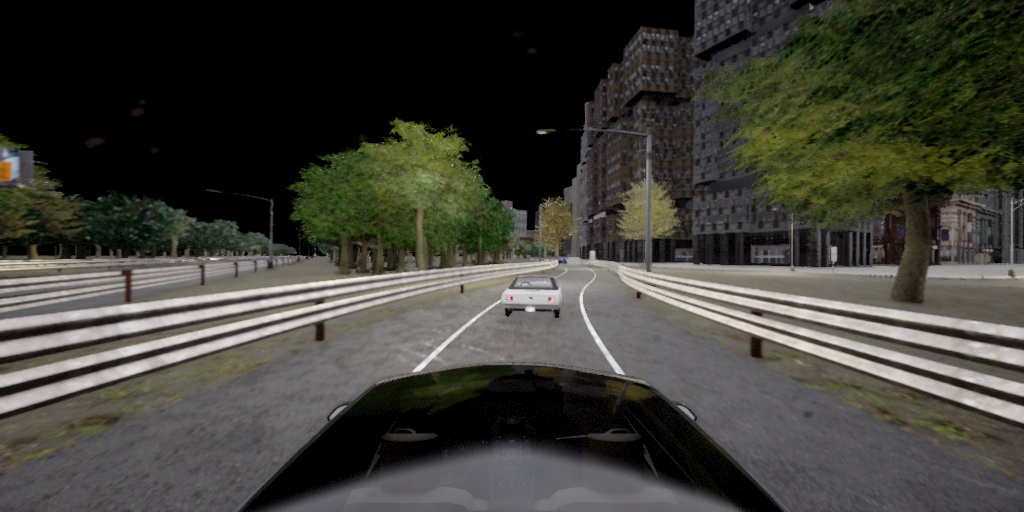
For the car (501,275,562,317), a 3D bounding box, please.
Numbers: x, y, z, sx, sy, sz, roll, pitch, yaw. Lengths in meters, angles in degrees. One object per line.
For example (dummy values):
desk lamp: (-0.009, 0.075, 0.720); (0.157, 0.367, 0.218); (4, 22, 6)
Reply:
car: (0.898, 1.356, 13.273); (1.895, 1.301, 4.718); (0, 0, 8)
